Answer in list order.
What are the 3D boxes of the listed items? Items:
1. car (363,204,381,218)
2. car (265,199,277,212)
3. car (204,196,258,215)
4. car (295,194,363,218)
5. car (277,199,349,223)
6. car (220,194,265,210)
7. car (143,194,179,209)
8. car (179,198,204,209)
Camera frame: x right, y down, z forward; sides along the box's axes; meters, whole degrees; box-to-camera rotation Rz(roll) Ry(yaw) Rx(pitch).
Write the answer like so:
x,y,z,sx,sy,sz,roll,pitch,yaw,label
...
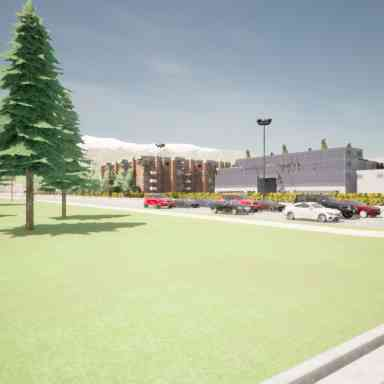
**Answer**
x,y,z,sx,sy,sz,roll,pitch,yaw,label
14.605,1.478,30.598,1.882,1.535,5.008,0,0,-36,car
8.518,1.547,38.914,2.033,1.411,5.357,0,0,-36,car
3.832,1.491,33.467,2.128,1.511,4.902,0,0,-36,car
11.415,1.221,29.029,2.150,2.045,5.566,0,0,-36,car
9.319,1.526,26.006,1.812,1.442,4.674,0,0,-35,car
5.168,1.222,37.571,2.150,2.045,5.566,0,0,-36,car
-4.600,1.223,45.047,2.150,2.045,5.566,0,0,-36,car
-1.103,1.548,46.182,2.033,1.411,5.357,0,0,-36,car
